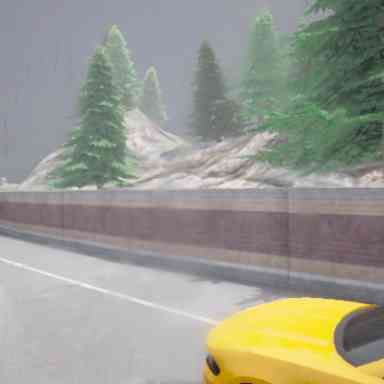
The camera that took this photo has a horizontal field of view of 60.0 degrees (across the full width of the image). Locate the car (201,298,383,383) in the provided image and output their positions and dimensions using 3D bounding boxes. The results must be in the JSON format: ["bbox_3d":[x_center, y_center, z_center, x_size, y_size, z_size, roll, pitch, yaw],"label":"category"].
[{"bbox_3d":[2.392,1.484,2.363,5.008,1.535,1.882,0,0,35],"label":"car"}]
